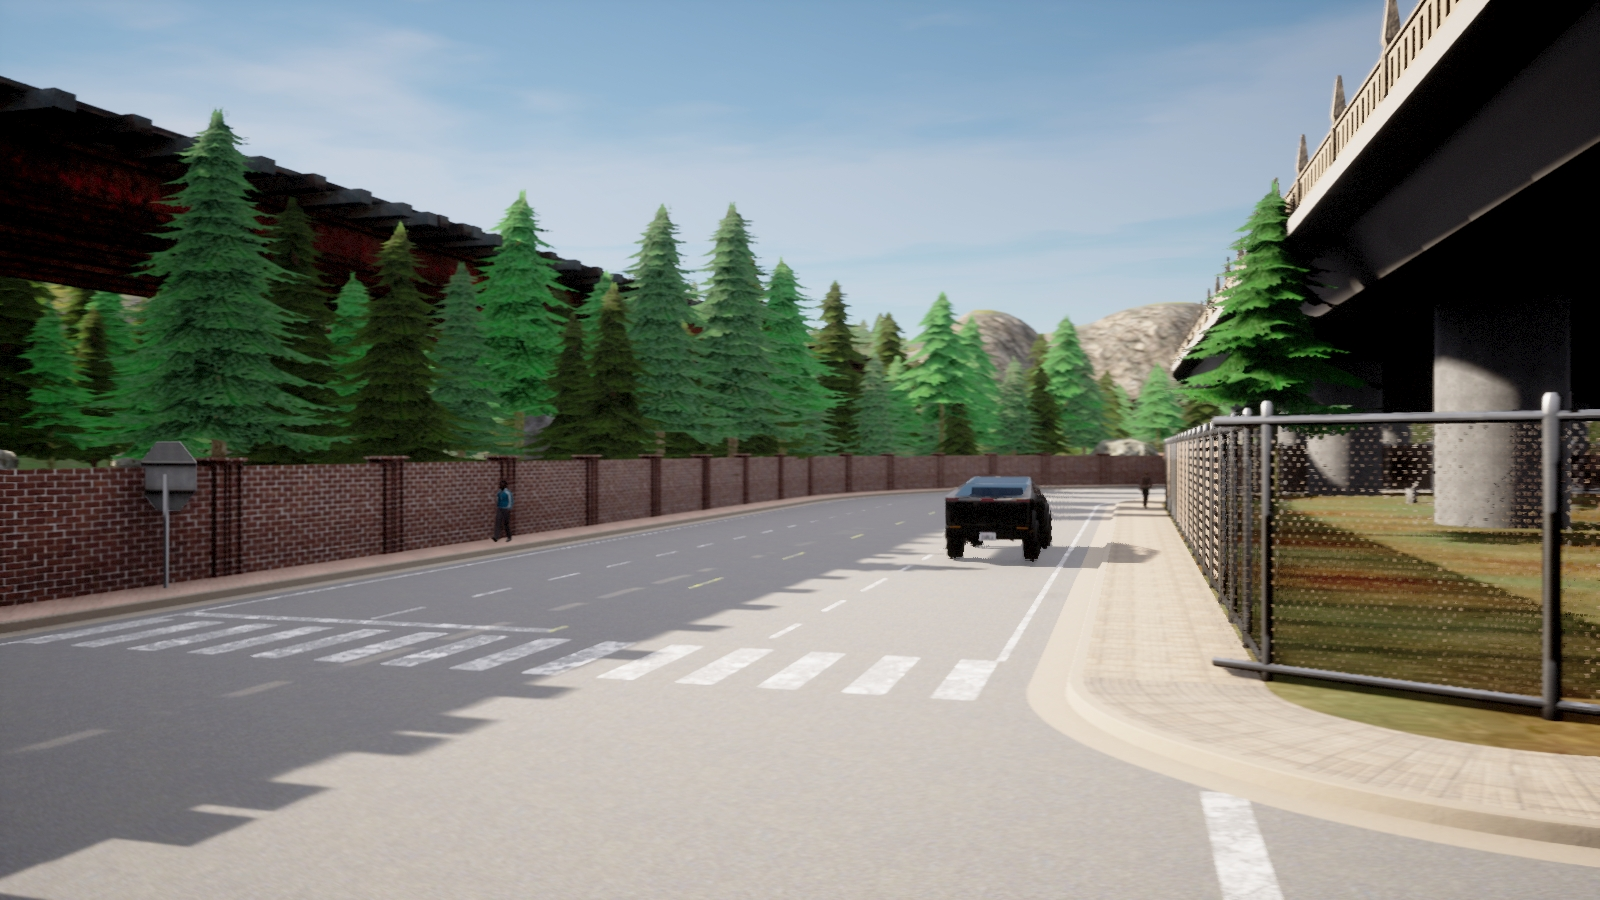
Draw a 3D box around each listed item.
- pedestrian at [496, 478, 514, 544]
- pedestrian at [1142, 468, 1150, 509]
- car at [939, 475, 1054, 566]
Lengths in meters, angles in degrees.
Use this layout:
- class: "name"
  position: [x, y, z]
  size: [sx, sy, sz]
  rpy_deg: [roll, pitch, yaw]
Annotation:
- class: "pedestrian"
  position: [-8.438, 1.726, 32.654]
  size: [0.375, 1.860, 0.375]
  rpy_deg: [0, 0, 14]
- class: "pedestrian"
  position: [15.816, 1.756, 52.254]
  size: [0.375, 1.860, 0.375]
  rpy_deg: [0, 0, 17]
- class: "car"
  position: [5.496, 1.788, 31.197]
  size: [2.390, 2.098, 6.274]
  rpy_deg: [0, 0, 16]
